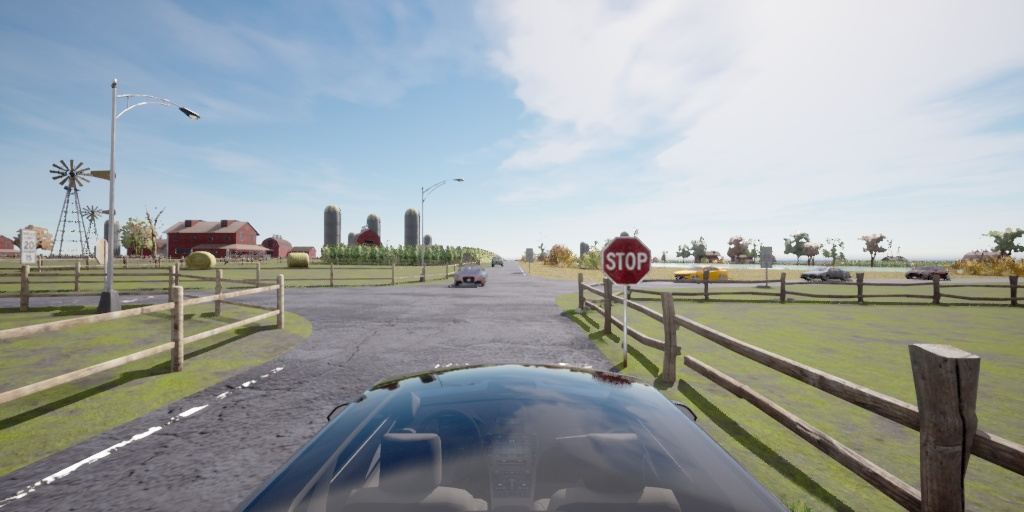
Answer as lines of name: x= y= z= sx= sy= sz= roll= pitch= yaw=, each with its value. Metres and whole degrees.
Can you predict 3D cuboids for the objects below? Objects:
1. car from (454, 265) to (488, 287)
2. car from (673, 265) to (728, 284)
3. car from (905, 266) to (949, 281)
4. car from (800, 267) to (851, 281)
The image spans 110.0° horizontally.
car: x=-2.731 y=1.335 z=24.597 sx=1.994 sy=1.385 sz=4.181 roll=0 pitch=0 yaw=0
car: x=16.350 y=1.547 z=31.097 sx=5.008 sy=1.535 sz=1.882 roll=1 pitch=-1 yaw=-21
car: x=48.996 y=1.953 z=42.376 sx=4.553 sy=1.767 sz=2.097 roll=1 pitch=-1 yaw=-17
car: x=32.381 y=1.872 z=36.987 sx=5.357 sy=1.411 sz=2.033 roll=1 pitch=-1 yaw=-19
